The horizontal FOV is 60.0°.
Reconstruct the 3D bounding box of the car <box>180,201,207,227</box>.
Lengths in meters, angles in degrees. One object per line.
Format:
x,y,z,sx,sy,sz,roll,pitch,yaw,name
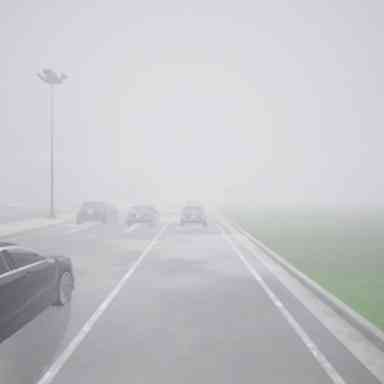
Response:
0.099,1.602,23.363,2.033,1.411,5.357,0,0,0,car

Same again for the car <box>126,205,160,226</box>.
-3.402,1.602,23.642,2.033,1.411,5.357,0,0,0,car

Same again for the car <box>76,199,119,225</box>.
-6.902,1.409,24.718,2.097,1.767,4.553,0,0,0,car

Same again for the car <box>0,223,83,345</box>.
-3.398,1.504,5.114,2.128,1.511,4.902,0,0,0,car
